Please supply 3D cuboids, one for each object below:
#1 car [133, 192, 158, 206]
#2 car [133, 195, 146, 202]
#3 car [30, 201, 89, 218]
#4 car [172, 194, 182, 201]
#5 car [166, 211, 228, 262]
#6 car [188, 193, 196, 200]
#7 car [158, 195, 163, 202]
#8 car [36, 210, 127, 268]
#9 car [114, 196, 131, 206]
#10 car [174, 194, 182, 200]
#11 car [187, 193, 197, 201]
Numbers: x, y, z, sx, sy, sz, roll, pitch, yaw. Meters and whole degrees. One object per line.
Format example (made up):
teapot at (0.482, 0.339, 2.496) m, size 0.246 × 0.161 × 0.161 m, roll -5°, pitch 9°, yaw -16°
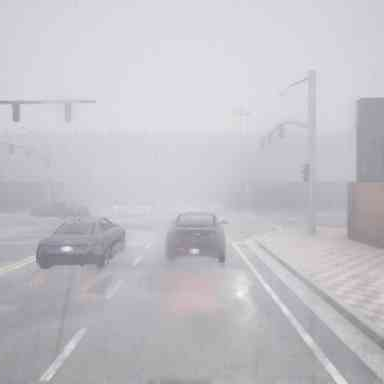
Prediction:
car at (-7.072, 0.979, 51.355) m, size 2.150 × 2.045 × 5.566 m, roll 0°, pitch 1°, yaw 1°
car at (-10.507, 1.248, 66.710) m, size 1.994 × 1.385 × 4.181 m, roll 0°, pitch 0°, yaw 0°
car at (-10.510, 1.399, 26.451) m, size 5.357 × 1.411 × 2.033 m, roll 0°, pitch 0°, yaw 29°
car at (-3.503, 1.204, 74.186) m, size 1.994 × 1.385 × 4.181 m, roll 0°, pitch 0°, yaw 0°
car at (0.222, 1.448, 11.895) m, size 1.837 × 1.490 × 4.892 m, roll 0°, pitch 0°, yaw 4°
car at (-0.004, 1.108, 84.179) m, size 1.837 × 1.490 × 4.892 m, roll 0°, pitch 0°, yaw 0°
car at (-7.009, 1.288, 66.829) m, size 1.895 × 1.301 × 4.718 m, roll 0°, pitch 0°, yaw 0°
car at (-3.452, 1.512, 11.086) m, size 1.994 × 1.385 × 4.181 m, roll 0°, pitch 0°, yaw -1°
car at (-10.576, 1.327, 50.847) m, size 1.994 × 1.385 × 4.181 m, roll 0°, pitch 0°, yaw 0°
car at (-3.504, 1.203, 84.209) m, size 1.895 × 1.301 × 4.718 m, roll 0°, pitch 0°, yaw 0°
car at (-0.003, 1.131, 73.823) m, size 1.882 × 1.535 × 5.008 m, roll 0°, pitch 0°, yaw 0°
